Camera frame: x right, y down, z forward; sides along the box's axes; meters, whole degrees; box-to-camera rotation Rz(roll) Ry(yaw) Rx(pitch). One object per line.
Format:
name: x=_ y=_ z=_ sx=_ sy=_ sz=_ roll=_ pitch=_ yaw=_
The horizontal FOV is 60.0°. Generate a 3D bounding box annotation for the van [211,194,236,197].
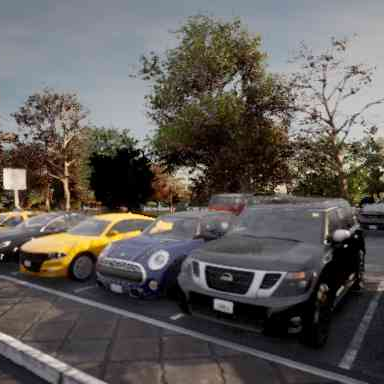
van: x=2.956 y=1.123 z=22.318 sx=1.878 sy=1.987 sz=4.442 roll=0 pitch=0 yaw=35

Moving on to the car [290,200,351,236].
car: x=7.401 y=1.338 z=18.801 sx=1.946 sy=1.575 sz=5.366 roll=0 pitch=0 yaw=35

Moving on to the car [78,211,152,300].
car: x=-0.209 y=1.302 z=8.427 sx=2.185 sy=1.767 sz=4.553 roll=0 pitch=0 yaw=35

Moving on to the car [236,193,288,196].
car: x=5.264 y=1.088 z=20.573 sx=2.435 sy=2.045 sz=5.566 roll=0 pitch=0 yaw=35

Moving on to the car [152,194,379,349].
car: x=2.019 y=1.181 z=6.775 sx=2.435 sy=2.045 sz=5.566 roll=0 pitch=0 yaw=35

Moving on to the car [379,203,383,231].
car: x=9.763 y=1.345 z=17.347 sx=2.231 sy=1.521 sz=4.892 roll=0 pitch=0 yaw=35

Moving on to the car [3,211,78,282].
car: x=-2.489 y=1.429 z=10.012 sx=2.097 sy=1.535 sz=5.008 roll=0 pitch=0 yaw=35

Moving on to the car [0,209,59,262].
car: x=-4.751 y=1.439 z=11.614 sx=2.231 sy=1.521 sz=4.892 roll=0 pitch=0 yaw=35
